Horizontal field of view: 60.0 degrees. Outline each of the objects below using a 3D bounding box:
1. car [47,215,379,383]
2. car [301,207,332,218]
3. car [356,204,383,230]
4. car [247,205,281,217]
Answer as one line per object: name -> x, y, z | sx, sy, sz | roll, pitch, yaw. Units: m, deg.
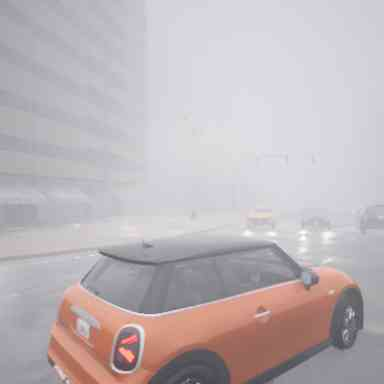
car -> 0.538, 1.399, 4.700 | 4.553, 1.767, 2.097 | 0, -1, -40
car -> 8.651, 1.749, 23.085 | 1.812, 1.442, 4.674 | 0, -1, 21
car -> 11.593, 1.555, 20.920 | 2.097, 1.767, 4.553 | 0, -1, 22
car -> 5.241, 1.709, 23.914 | 1.882, 1.535, 5.008 | 0, -1, 21
